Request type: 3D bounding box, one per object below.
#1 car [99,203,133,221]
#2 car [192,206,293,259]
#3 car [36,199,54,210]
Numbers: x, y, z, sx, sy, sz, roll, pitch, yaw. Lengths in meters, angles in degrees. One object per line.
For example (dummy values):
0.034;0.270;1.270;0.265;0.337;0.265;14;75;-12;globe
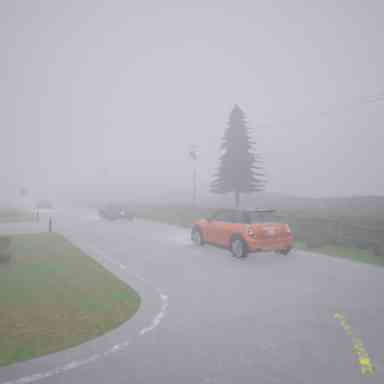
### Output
-6.386;1.635;27.754;1.994;1.385;4.181;0;0;-29;car
1.743;1.371;13.014;2.097;1.767;4.553;0;0;-25;car
-20.262;1.708;45.672;1.994;1.385;4.181;0;0;-29;car
